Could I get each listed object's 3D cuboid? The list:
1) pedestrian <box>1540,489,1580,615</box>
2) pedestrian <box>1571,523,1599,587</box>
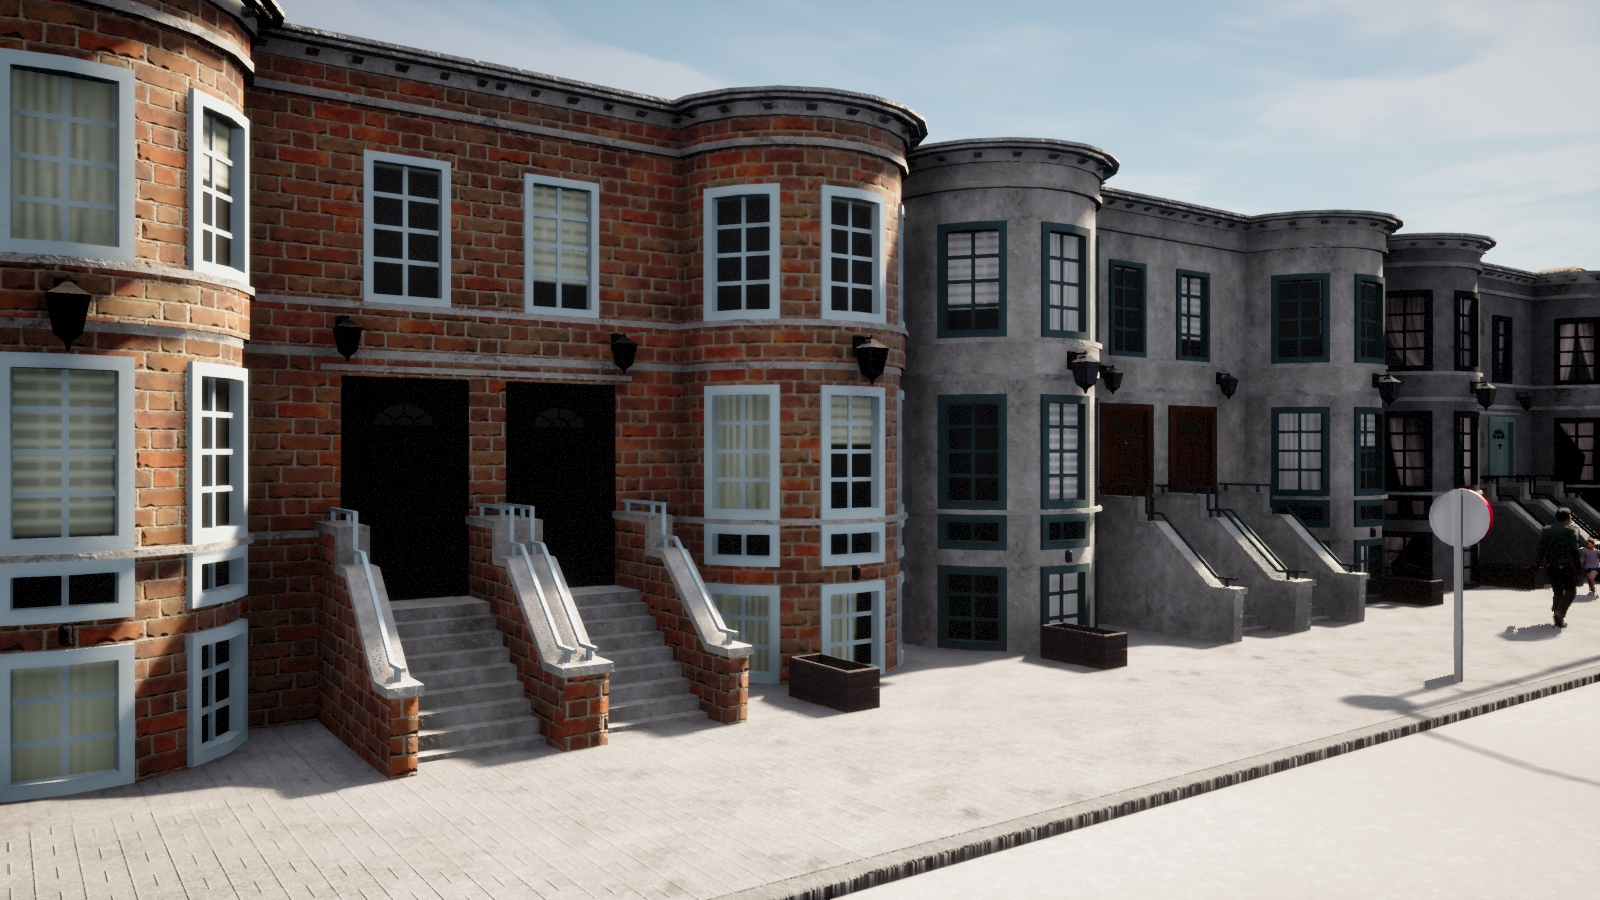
[{"bbox_3d":[11.498,1.524,17.284,0.375,1.860,0.375,0,0,-27],"label":"pedestrian"},{"bbox_3d":[14.411,1.904,20.739,0.500,1.100,0.500,0,0,-27],"label":"pedestrian"}]
